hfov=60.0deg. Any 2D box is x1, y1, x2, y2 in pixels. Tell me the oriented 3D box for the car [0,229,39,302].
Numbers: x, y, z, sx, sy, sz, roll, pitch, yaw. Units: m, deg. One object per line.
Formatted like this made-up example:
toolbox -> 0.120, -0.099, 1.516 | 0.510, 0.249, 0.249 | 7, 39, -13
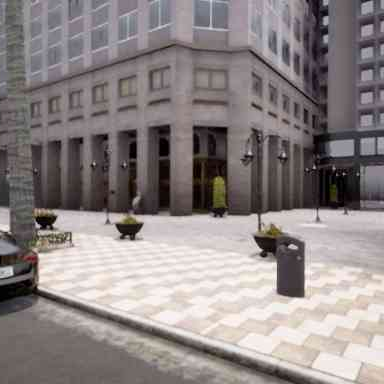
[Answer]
car -> -5.288, 1.475, 7.268 | 4.786, 1.482, 2.161 | 0, 0, 35
